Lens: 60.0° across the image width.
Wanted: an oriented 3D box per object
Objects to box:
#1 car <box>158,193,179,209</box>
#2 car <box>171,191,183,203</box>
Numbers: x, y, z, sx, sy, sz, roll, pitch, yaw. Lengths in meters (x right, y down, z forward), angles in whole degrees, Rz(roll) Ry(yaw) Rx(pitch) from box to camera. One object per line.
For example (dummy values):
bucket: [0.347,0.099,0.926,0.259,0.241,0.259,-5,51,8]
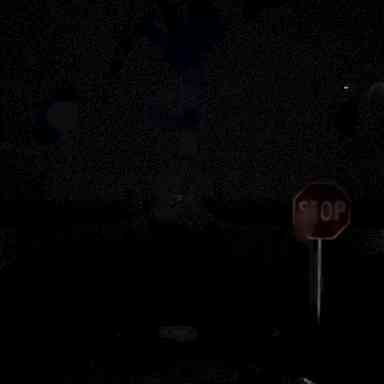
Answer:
car: [-2.903,1.174,39.211,1.882,1.535,5.008,0,0,0]
car: [-2.870,0.869,59.982,2.150,2.045,5.566,0,0,0]
